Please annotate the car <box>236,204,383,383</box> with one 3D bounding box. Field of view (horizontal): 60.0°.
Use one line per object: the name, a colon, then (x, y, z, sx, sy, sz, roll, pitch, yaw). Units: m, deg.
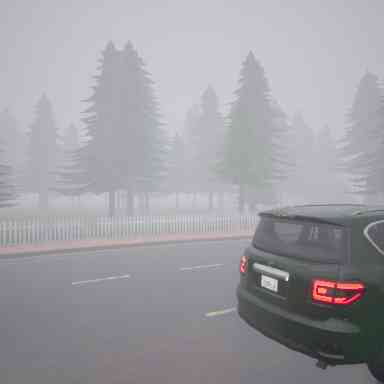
car: (3.348, 1.222, 5.365, 5.566, 2.045, 2.150, 0, 0, -27)
